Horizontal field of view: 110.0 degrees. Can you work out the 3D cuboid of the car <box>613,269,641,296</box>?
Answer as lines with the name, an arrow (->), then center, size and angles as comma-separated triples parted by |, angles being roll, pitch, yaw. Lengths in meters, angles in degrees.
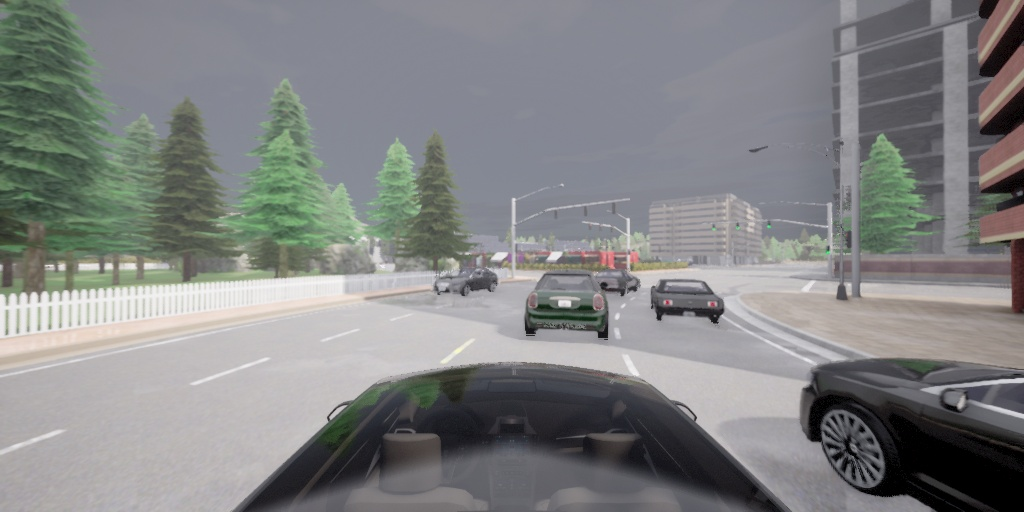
car -> 6.008, 1.476, 20.785 | 2.033, 1.411, 5.357 | 0, -1, 31

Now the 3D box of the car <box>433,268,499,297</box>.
car -> -2.503, 1.423, 20.504 | 2.128, 1.511, 4.902 | 0, -1, 26

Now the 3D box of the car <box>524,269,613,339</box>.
car -> 1.744, 1.181, 10.672 | 2.097, 1.767, 4.553 | 0, -1, 13

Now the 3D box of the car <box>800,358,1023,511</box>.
car -> 3.835, 1.255, 1.629 | 2.128, 1.511, 4.902 | 0, 0, 0

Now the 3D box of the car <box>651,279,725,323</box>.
car -> 6.015, 1.463, 12.796 | 1.895, 1.301, 4.718 | 0, 0, 19
